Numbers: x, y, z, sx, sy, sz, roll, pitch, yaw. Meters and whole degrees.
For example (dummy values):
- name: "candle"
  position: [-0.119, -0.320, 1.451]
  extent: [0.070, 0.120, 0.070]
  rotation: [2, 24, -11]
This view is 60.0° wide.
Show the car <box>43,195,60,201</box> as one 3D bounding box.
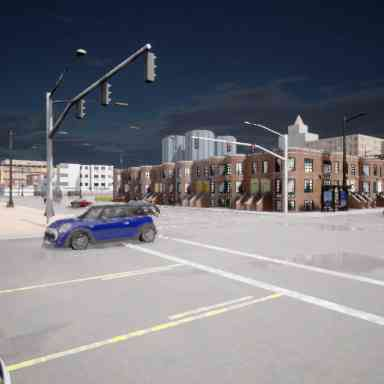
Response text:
- name: "car"
  position: [-25.160, 1.274, 59.687]
  extent: [2.097, 1.767, 4.553]
  rotation: [0, 0, -36]

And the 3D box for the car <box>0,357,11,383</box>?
- name: "car"
  position: [-3.740, 1.221, 1.100]
  extent: [5.566, 2.045, 2.150]
  rotation: [0, 0, -35]

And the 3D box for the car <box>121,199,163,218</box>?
- name: "car"
  position: [-4.813, 1.503, 31.357]
  extent: [1.837, 1.490, 4.892]
  rotation: [0, 1, -36]

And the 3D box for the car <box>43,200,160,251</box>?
- name: "car"
  position: [-3.787, 1.352, 14.174]
  extent: [4.553, 1.767, 2.097]
  rotation: [0, 0, -40]
